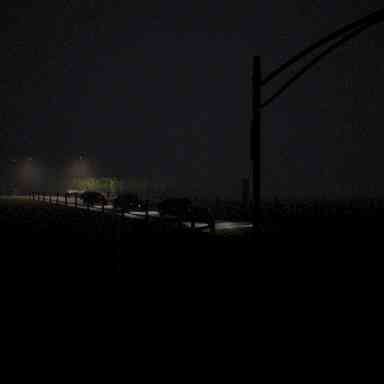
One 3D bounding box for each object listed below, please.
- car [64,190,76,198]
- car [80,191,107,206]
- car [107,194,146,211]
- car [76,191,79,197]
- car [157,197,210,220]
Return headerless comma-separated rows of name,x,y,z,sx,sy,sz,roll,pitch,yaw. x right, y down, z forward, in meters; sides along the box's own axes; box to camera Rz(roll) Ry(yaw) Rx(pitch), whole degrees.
car,-22.376,0.383,61.750,2.128,1.511,4.902,0,1,-35
car,-11.723,0.820,40.024,1.812,1.442,4.674,0,1,-35
car,-6.116,0.976,31.952,1.837,1.490,4.892,0,1,-35
car,-16.459,0.547,53.261,1.882,1.535,5.008,0,1,-35
car,-0.718,1.119,24.198,1.882,1.535,5.008,0,1,-35
